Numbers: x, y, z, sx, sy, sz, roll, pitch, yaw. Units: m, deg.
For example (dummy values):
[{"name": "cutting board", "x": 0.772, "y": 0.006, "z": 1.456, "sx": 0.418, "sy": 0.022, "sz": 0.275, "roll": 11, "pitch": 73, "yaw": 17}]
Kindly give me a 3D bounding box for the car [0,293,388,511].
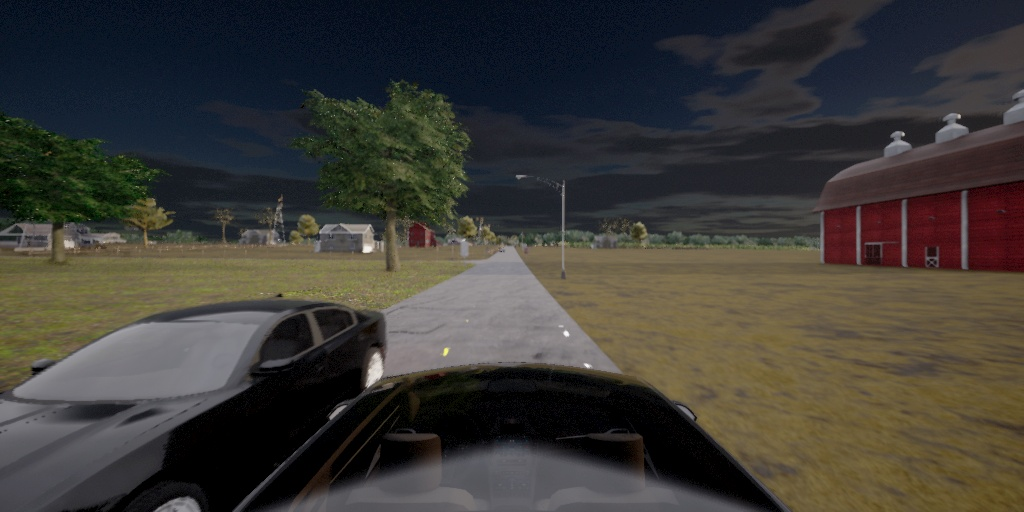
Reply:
[{"name": "car", "x": -2.852, "y": 1.223, "z": 3.569, "sx": 1.882, "sy": 1.535, "sz": 5.008, "roll": 0, "pitch": 0, "yaw": 0}]
